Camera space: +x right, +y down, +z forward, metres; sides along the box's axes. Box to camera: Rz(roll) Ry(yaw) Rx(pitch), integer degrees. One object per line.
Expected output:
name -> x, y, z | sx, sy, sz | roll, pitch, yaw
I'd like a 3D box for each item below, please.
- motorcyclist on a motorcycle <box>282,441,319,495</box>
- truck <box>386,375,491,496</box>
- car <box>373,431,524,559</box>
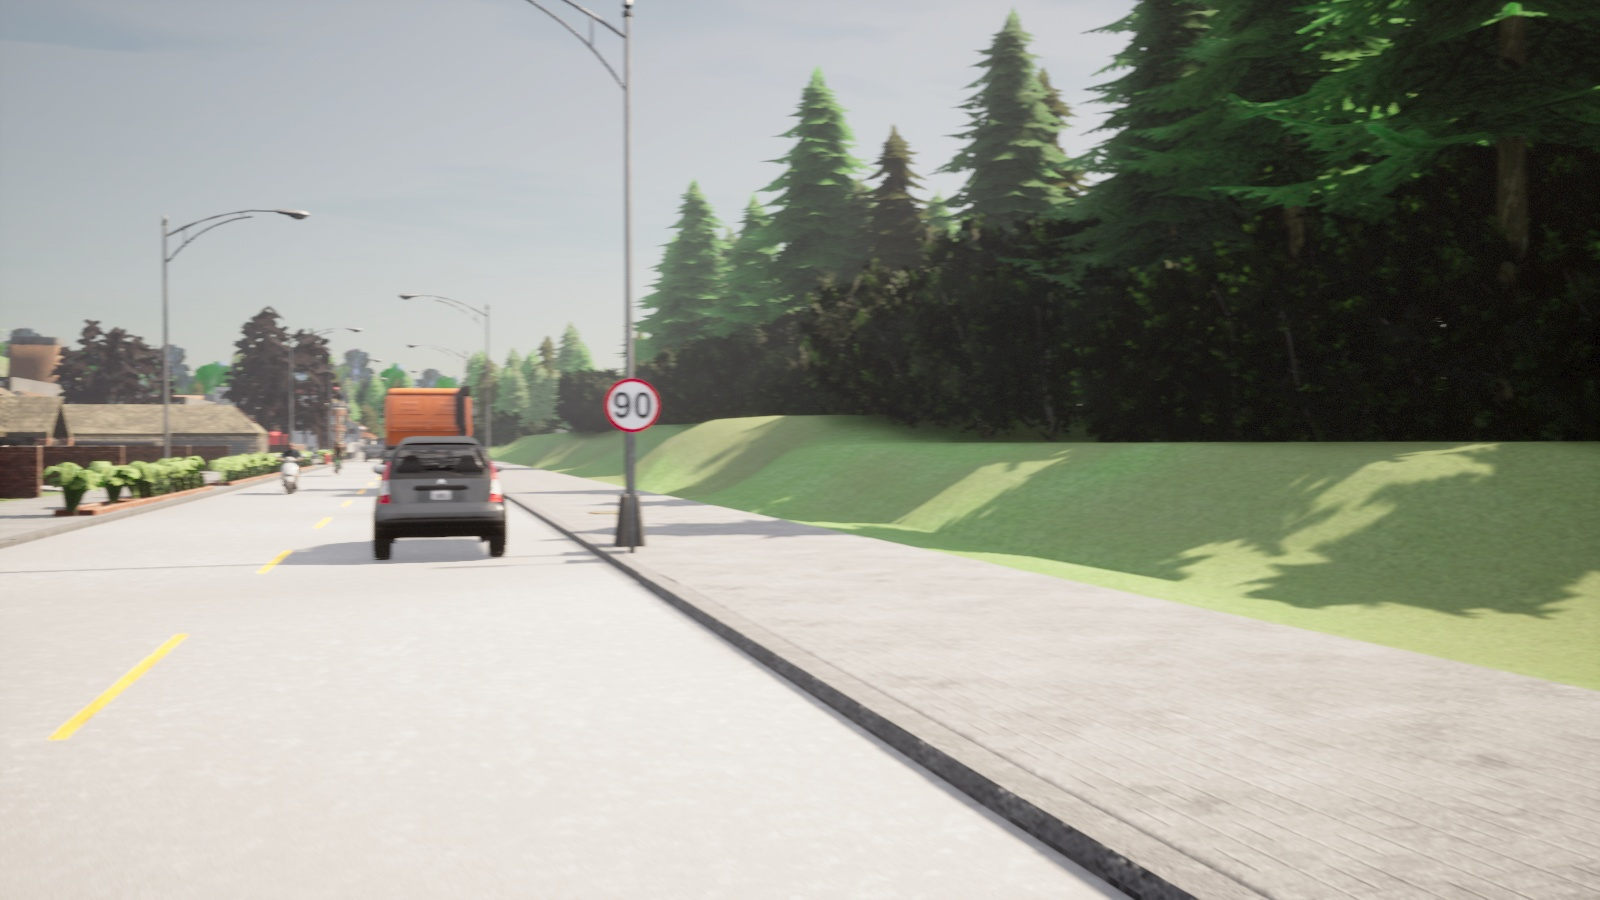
motorcyclist on a motorcycle -> -15.047, 0.520, 37.830 | 0.866, 1.590, 1.817 | 0, 0, -16
truck -> -11.543, -0.436, 40.084 | 2.891, 3.462, 7.936 | 0, 0, -16
car -> -5.049, 0.554, 18.002 | 1.851, 1.617, 3.988 | 0, 0, -16
